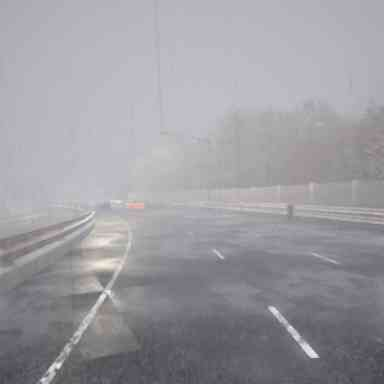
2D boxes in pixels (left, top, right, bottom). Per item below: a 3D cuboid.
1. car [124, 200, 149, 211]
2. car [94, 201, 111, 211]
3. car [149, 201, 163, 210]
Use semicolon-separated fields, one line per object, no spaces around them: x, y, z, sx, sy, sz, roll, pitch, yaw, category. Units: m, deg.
-8.631;1.952;49.961;2.097;1.767;4.553;0;-1;-27;car
-14.389;2.193;53.239;1.837;1.490;4.892;1;-1;-30;car
-6.297;2.102;53.056;2.128;1.511;4.902;0;-1;-28;car
